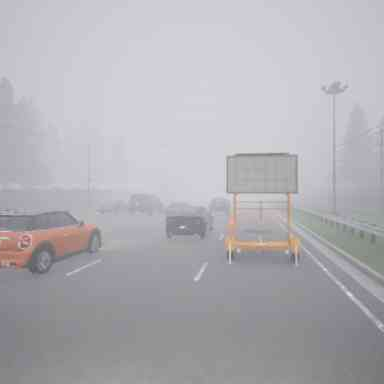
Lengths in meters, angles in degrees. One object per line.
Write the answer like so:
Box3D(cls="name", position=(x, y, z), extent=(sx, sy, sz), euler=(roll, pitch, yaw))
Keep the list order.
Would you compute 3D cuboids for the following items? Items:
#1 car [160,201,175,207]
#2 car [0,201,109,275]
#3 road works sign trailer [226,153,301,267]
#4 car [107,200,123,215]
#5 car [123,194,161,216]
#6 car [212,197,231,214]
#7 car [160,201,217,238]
Box3D(cls="car", position=(-1.240, 1.549, 31.352), extent=(1.994, 1.385, 4.181), euler=(0, 0, 10))
Box3D(cls="car", position=(-4.732, 1.346, 10.760), extent=(2.097, 1.767, 4.553), euler=(0, 0, 10))
Box3D(cls="road works sign trailer", position=(2.407, 0.459, 11.583), extent=(2.380, 3.560, 2.880), euler=(0, 0, 10))
Box3D(cls="car", position=(-7.861, 1.530, 34.167), extent=(2.033, 1.411, 5.357), euler=(0, 0, 10))
Box3D(cls="car", position=(-4.522, 1.204, 32.934), extent=(2.150, 2.045, 5.566), euler=(0, 0, 10))
Box3D(cls="car", position=(2.985, 1.336, 35.325), extent=(2.097, 1.767, 4.553), euler=(0, 0, 9))
Box3D(cls="car", position=(-0.010, 1.469, 17.667), extent=(1.882, 1.535, 5.008), euler=(0, 0, 10))
